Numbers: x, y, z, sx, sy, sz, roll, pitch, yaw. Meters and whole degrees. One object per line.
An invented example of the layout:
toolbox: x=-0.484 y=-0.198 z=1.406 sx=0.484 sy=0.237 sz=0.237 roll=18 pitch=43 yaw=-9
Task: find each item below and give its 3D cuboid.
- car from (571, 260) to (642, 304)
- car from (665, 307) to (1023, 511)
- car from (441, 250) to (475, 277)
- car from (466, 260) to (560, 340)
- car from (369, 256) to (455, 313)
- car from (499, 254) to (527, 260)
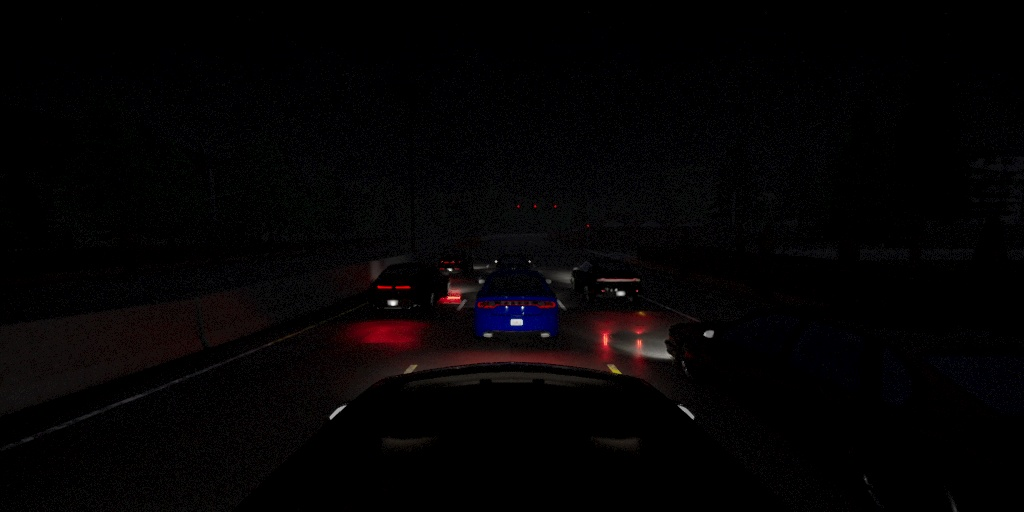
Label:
car: x=3.572 y=0.884 z=14.207 sx=2.128 sy=1.511 sz=4.902 roll=0 pitch=3 yaw=0
car: x=3.604 y=1.282 z=3.851 sx=2.033 sy=1.411 sz=5.357 roll=0 pitch=1 yaw=0
car: x=-3.458 y=0.359 z=22.200 sx=1.837 sy=1.490 sz=4.892 roll=0 pitch=4 yaw=0
car: x=0.088 y=1.078 z=9.588 sx=1.882 sy=1.535 sz=5.008 roll=0 pitch=2 yaw=0
car: x=-3.422 y=0.977 z=12.676 sx=1.837 sy=1.490 sz=4.892 roll=0 pitch=3 yaw=0
car: x=0.054 y=0.606 z=19.294 sx=2.033 sy=1.411 sz=5.357 roll=0 pitch=4 yaw=0
